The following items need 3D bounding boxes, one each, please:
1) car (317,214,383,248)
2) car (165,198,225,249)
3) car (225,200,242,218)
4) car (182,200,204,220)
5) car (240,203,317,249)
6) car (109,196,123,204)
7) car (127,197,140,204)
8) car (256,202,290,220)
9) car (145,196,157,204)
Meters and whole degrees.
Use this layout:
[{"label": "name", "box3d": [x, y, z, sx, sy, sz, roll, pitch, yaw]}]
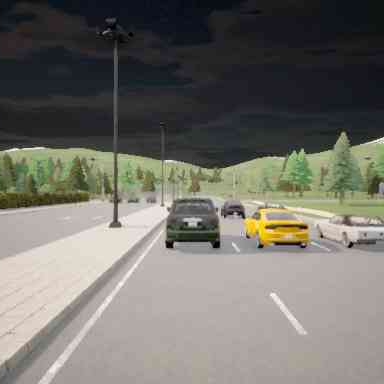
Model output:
[{"label": "car", "box3d": [7.038, 1.614, 14.646, 1.895, 1.301, 4.718, 0, 0, 0]}, {"label": "car", "box3d": [0.038, 1.255, 14.665, 2.150, 2.045, 5.566, 0, 0, 0]}, {"label": "car", "box3d": [3.578, 1.514, 29.626, 1.837, 1.490, 4.892, 0, 0, 0]}, {"label": "car", "box3d": [0.079, 1.514, 29.635, 1.837, 1.490, 4.892, 0, 0, 0]}, {"label": "car", "box3d": [3.538, 1.482, 14.626, 1.882, 1.535, 5.008, 0, 0, 0]}, {"label": "car", "box3d": [-14.971, 1.558, 65.575, 1.837, 1.490, 4.892, 0, 0, 0]}, {"label": "car", "box3d": [-11.471, 1.598, 65.588, 1.994, 1.385, 4.181, 0, 0, 0]}, {"label": "car", "box3d": [7.079, 1.614, 29.646, 1.895, 1.301, 4.718, 0, 0, 0]}, {"label": "car", "box3d": [-7.971, 1.558, 65.602, 1.837, 1.490, 4.892, 0, 0, 0]}]
